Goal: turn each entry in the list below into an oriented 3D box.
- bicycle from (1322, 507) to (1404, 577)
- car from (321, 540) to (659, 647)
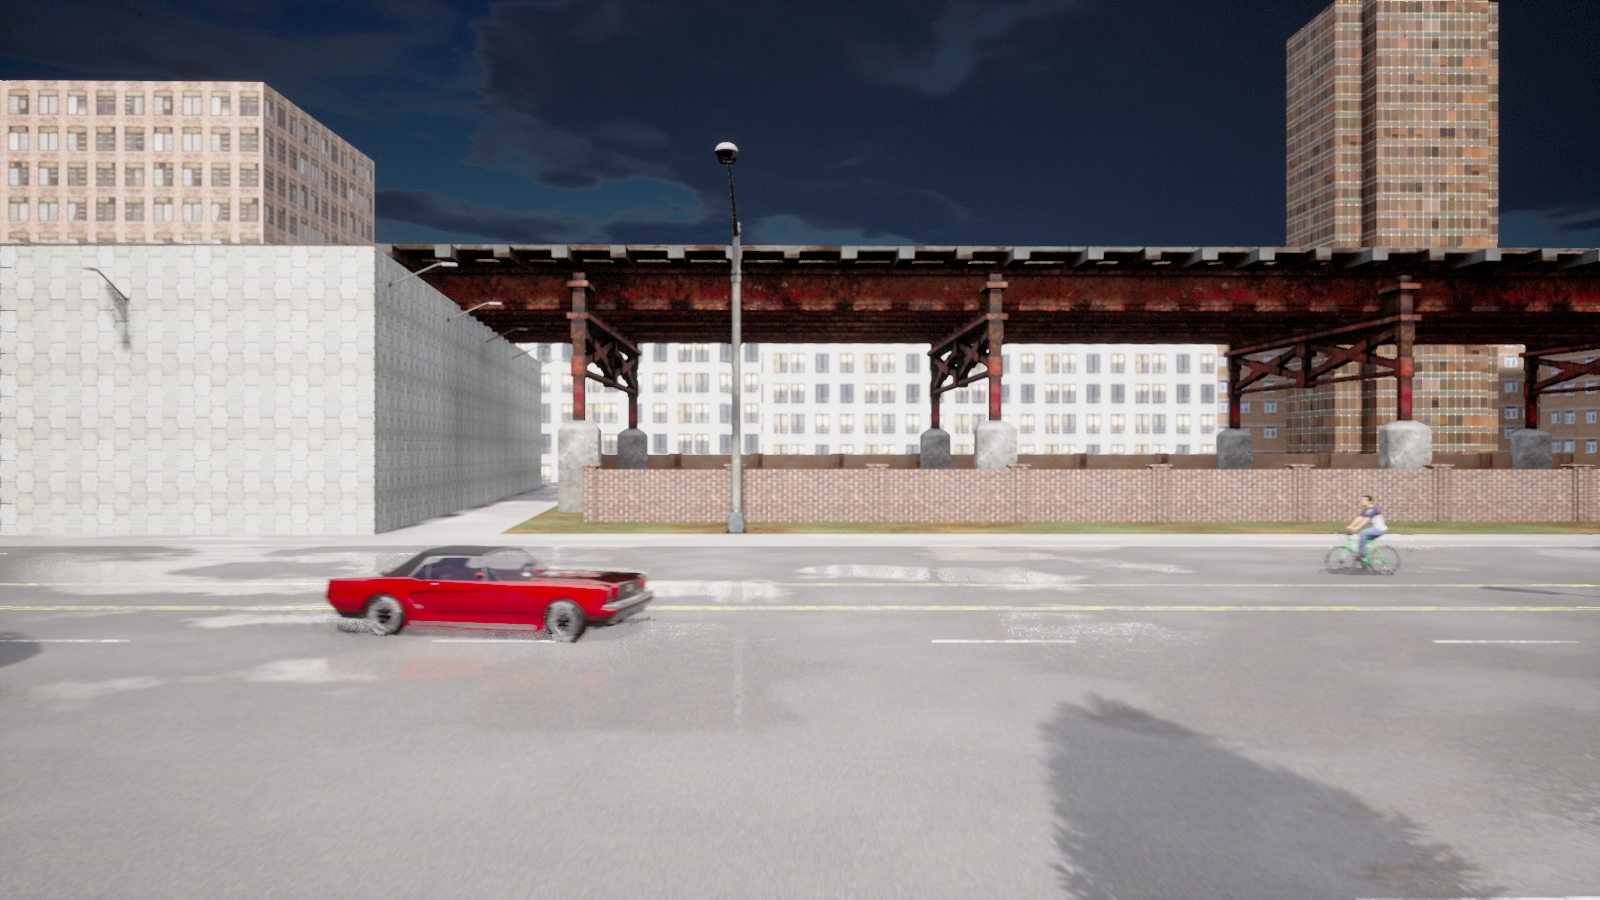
[{"bbox_3d":[12.497,2.043,25.371,1.643,1.521,0.373,0,0,0],"label":"bicycle"},{"bbox_3d":[-4.744,2.155,17.716,4.718,1.301,1.895,0,0,12],"label":"car"}]
